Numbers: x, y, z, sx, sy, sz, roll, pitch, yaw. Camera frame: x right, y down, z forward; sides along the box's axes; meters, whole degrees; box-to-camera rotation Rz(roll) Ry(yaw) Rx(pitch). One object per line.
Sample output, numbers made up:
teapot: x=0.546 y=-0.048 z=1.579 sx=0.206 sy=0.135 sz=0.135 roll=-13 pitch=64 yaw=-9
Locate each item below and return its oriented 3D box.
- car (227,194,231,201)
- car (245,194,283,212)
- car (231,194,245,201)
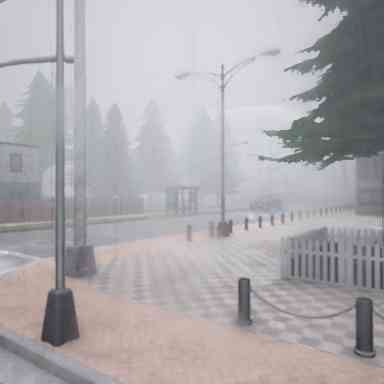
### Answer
car: x=9.540 y=1.243 z=79.969 sx=1.905 sy=1.878 sz=3.866 roll=0 pitch=0 yaw=36
car: x=8.882 y=1.248 z=39.501 sx=2.150 sy=2.045 sz=5.566 roll=0 pitch=0 yaw=38
car: x=11.804 y=1.235 z=78.809 sx=1.932 sy=1.855 sz=4.605 roll=0 pitch=0 yaw=36
